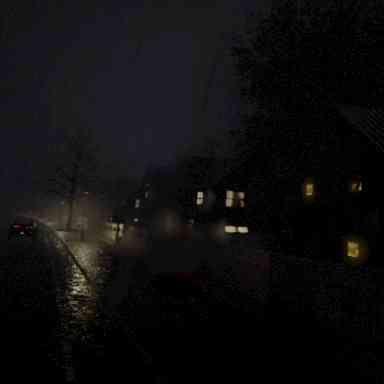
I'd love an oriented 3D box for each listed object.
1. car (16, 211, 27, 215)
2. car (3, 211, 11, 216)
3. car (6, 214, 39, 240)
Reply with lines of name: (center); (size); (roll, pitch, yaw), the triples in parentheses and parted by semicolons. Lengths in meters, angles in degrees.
car: (-43.312, 5.558, 84.562); (2.097, 1.767, 4.553); (7, -6, -29)
car: (-46.157, 5.406, 82.986); (2.128, 1.511, 4.902); (7, -6, -29)
car: (-12.870, 2.778, 25.451); (2.128, 1.511, 4.902); (6, -5, -25)
